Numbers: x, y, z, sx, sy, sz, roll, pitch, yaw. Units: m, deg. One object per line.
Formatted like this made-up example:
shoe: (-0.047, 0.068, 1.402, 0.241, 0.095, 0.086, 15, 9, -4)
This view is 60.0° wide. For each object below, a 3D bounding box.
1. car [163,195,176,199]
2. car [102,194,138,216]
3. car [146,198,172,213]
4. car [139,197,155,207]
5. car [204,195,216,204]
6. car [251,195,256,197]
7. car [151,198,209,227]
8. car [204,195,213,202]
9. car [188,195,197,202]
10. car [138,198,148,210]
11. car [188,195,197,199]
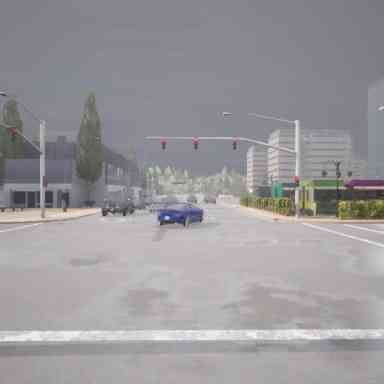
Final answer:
car: (-3.564, 1.505, 46.061, 1.837, 1.490, 4.892, 0, 0, 0)
car: (-7.089, 1.221, 32.408, 2.150, 2.045, 5.566, 0, 0, 1)
car: (-3.573, 1.601, 36.747, 1.895, 1.301, 4.718, 0, 0, 0)
car: (-7.051, 1.564, 52.253, 1.994, 1.385, 4.181, 0, 0, 0)
car: (3.547, 1.491, 63.618, 2.128, 1.511, 4.902, 0, 0, 0)
car: (17.833, 1.153, 86.775, 4.605, 1.855, 1.932, 0, 0, -1)
car: (-0.682, 1.478, 23.127, 1.882, 1.535, 5.008, 1, 0, 21)
car: (3.555, 1.397, 73.893, 1.812, 1.442, 4.674, 0, 0, 0)
car: (0.055, 1.372, 73.894, 1.837, 1.490, 4.892, 0, 0, 0)
car: (-7.068, 1.491, 42.296, 2.128, 1.511, 4.902, 0, 0, 0)
car: (0.047, 1.491, 63.620, 2.128, 1.511, 4.902, 0, 0, 0)
